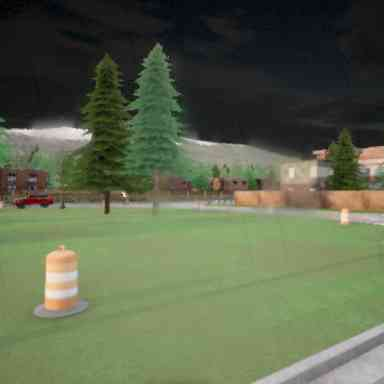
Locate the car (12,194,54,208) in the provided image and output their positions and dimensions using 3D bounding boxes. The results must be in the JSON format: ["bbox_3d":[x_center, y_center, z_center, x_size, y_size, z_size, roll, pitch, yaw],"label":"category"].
[{"bbox_3d":[-23.776,1.272,49.893,5.566,2.045,2.150,0,0,-37],"label":"car"}]
